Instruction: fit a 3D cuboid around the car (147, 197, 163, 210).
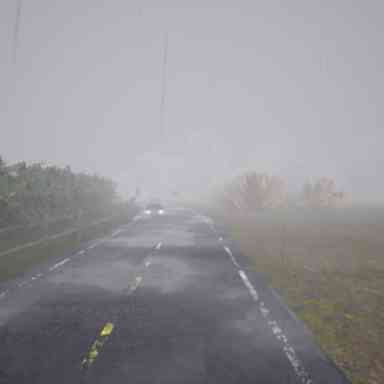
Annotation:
[{"bbox_3d":[-4.741,1.448,42.124,1.882,1.535,5.008,0,0,-8],"label":"car"}]
